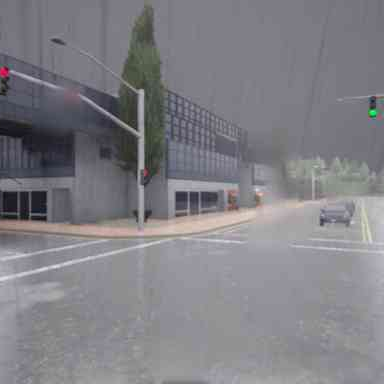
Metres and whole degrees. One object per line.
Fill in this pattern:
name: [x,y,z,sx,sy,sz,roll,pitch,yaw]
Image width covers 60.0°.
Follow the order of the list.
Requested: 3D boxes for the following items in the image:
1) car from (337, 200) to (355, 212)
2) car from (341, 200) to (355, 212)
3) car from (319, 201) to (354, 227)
car: [18.897,1.685,40.673,1.895,1.301,4.718,0,0,27]
car: [14.338,1.667,31.705,1.895,1.301,4.718,0,0,27]
car: [10.182,1.575,23.519,1.812,1.442,4.674,0,0,27]
